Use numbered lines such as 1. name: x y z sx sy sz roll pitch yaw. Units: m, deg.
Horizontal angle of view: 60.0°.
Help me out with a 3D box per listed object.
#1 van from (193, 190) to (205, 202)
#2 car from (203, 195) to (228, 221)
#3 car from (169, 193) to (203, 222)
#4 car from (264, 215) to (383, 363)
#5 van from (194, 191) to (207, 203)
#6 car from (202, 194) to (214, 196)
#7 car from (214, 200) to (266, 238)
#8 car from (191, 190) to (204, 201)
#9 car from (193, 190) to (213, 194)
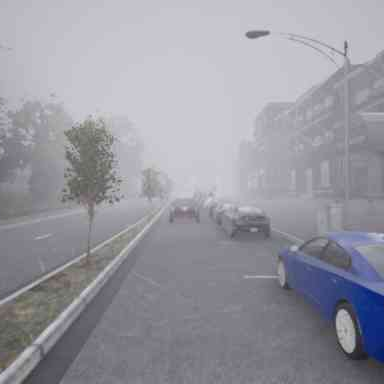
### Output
1. van: 1.245 0.720 61.387 1.878 1.987 4.442 0 1 -2
2. car: 2.284 1.306 28.039 2.163 1.488 4.792 0 0 -2
3. car: -0.559 1.177 24.515 2.097 1.767 4.553 0 0 -2
4. car: 2.972 1.441 5.930 2.097 1.535 5.008 0 0 -1
5. van: 1.418 0.783 55.843 1.878 1.987 4.442 0 1 -2
6. car: 2.113 1.269 33.552 2.002 1.452 4.674 0 1 -2
7. car: 2.631 1.365 16.917 2.231 1.521 4.892 0 0 -2
8. car: 1.074 0.631 66.841 2.435 2.045 5.566 0 1 -2
9. car: 1.767 0.874 44.668 2.435 2.045 5.566 0 1 -2
